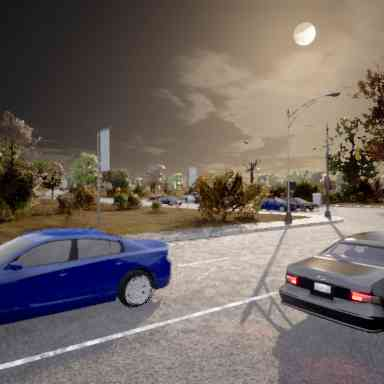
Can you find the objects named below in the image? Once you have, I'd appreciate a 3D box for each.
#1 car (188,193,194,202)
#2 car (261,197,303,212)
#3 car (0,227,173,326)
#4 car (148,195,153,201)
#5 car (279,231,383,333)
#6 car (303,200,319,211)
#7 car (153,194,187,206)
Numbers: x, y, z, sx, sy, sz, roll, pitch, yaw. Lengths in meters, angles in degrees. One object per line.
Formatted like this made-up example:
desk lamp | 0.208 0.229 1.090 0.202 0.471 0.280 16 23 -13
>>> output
car | 0.685 1.001 62.934 2.150 2.045 5.566 -1 1 -39
car | 8.876 1.319 35.813 1.882 1.535 5.008 -1 0 -40
car | -2.746 1.477 6.336 5.008 1.535 1.882 0 0 -36
car | -7.825 1.261 73.344 1.882 1.535 5.008 -1 0 -38
car | 4.064 1.529 6.673 5.357 1.411 2.033 0 0 -36
car | 11.656 1.364 37.947 2.033 1.411 5.357 -1 0 -39
car | -3.428 1.340 51.032 2.128 1.511 4.902 -1 0 -39
